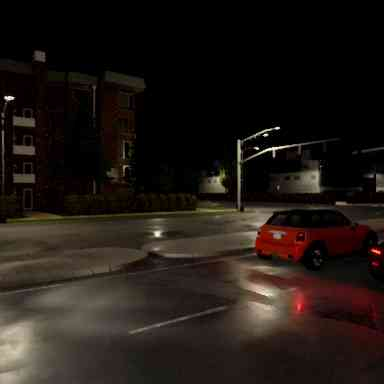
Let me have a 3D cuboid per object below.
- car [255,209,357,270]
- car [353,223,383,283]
[{"bbox_3d":[4.289,1.347,11.216,4.553,1.767,2.097,0,0,-35],"label":"car"},{"bbox_3d":[6.275,1.520,8.340,4.674,1.442,1.812,0,0,-34],"label":"car"}]
